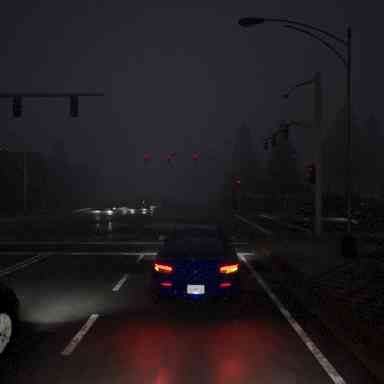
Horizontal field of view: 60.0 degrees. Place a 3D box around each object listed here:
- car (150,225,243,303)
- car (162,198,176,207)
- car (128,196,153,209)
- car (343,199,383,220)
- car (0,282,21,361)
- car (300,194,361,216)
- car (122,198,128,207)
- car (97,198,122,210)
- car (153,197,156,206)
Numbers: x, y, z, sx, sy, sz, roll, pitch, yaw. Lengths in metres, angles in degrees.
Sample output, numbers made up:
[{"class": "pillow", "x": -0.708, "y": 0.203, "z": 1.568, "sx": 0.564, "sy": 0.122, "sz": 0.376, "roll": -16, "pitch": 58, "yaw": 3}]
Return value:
[{"class": "car", "x": 0.129, "y": 1.526, "z": 8.082, "sx": 1.812, "sy": 1.442, "sz": 4.674, "roll": 0, "pitch": 0, "yaw": 2}, {"class": "car", "x": -3.473, "y": 1.564, "z": 50.636, "sx": 1.994, "sy": 1.385, "sz": 4.181, "roll": 0, "pitch": 0, "yaw": 0}, {"class": "car", "x": -7.159, "y": 1.352, "z": 46.346, "sx": 2.097, "sy": 1.767, "sz": 4.553, "roll": 0, "pitch": 0, "yaw": 0}, {"class": "car", "x": 15.878, "y": 1.547, "z": 27.606, "sx": 5.357, "sy": 1.411, "sz": 2.033, "roll": 0, "pitch": 0, "yaw": 0}, {"class": "car", "x": -3.442, "y": 1.505, "z": 2.947, "sx": 1.837, "sy": 1.490, "sz": 4.892, "roll": 0, "pitch": 0, "yaw": 0}, {"class": "car", "x": 13.055, "y": 1.222, "z": 31.104, "sx": 5.566, "sy": 2.045, "sz": 2.150, "roll": 0, "pitch": 0, "yaw": 0}, {"class": "car", "x": -10.659, "y": 1.601, "z": 51.384, "sx": 1.895, "sy": 1.301, "sz": 4.718, "roll": 0, "pitch": 0, "yaw": 0}, {"class": "car", "x": -10.654, "y": 1.526, "z": 42.285, "sx": 1.812, "sy": 1.442, "sz": 4.674, "roll": 0, "pitch": 0, "yaw": 0}, {"class": "car", "x": -7.148, "y": 1.505, "z": 55.487, "sx": 1.837, "sy": 1.490, "sz": 4.892, "roll": 0, "pitch": 0, "yaw": 0}]
